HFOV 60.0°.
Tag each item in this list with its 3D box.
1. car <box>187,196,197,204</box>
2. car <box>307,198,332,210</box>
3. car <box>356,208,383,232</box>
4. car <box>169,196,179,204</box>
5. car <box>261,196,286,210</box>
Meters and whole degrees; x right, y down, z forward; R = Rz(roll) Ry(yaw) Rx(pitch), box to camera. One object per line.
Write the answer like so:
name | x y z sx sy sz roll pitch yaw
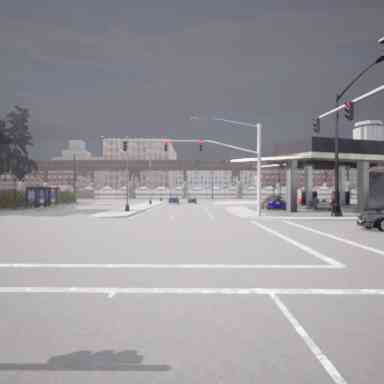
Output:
car | 0.010 1.544 64.423 2.033 1.411 5.357 0 0 0
car | 15.461 1.454 40.508 1.970 1.475 3.806 0 0 0
car | 12.294 1.504 19.583 4.892 1.490 1.837 0 0 -1
car | -3.490 1.475 64.424 1.882 1.535 5.008 0 0 0
car | 9.716 1.293 39.746 2.242 1.667 4.611 0 0 0
